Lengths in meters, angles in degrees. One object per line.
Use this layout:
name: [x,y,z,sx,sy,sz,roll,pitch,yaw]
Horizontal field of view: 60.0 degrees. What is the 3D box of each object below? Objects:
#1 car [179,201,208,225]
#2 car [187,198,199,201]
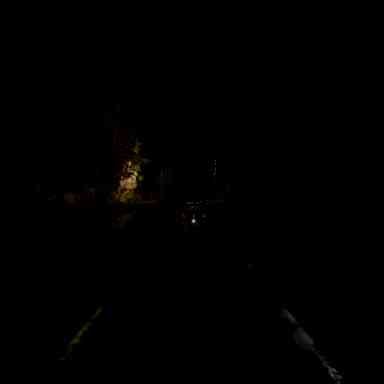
car: [0.103,1.581,23.553,1.895,1.301,4.718,0,0,0]
car: [0.112,1.489,40.472,2.128,1.511,4.902,0,0,0]
